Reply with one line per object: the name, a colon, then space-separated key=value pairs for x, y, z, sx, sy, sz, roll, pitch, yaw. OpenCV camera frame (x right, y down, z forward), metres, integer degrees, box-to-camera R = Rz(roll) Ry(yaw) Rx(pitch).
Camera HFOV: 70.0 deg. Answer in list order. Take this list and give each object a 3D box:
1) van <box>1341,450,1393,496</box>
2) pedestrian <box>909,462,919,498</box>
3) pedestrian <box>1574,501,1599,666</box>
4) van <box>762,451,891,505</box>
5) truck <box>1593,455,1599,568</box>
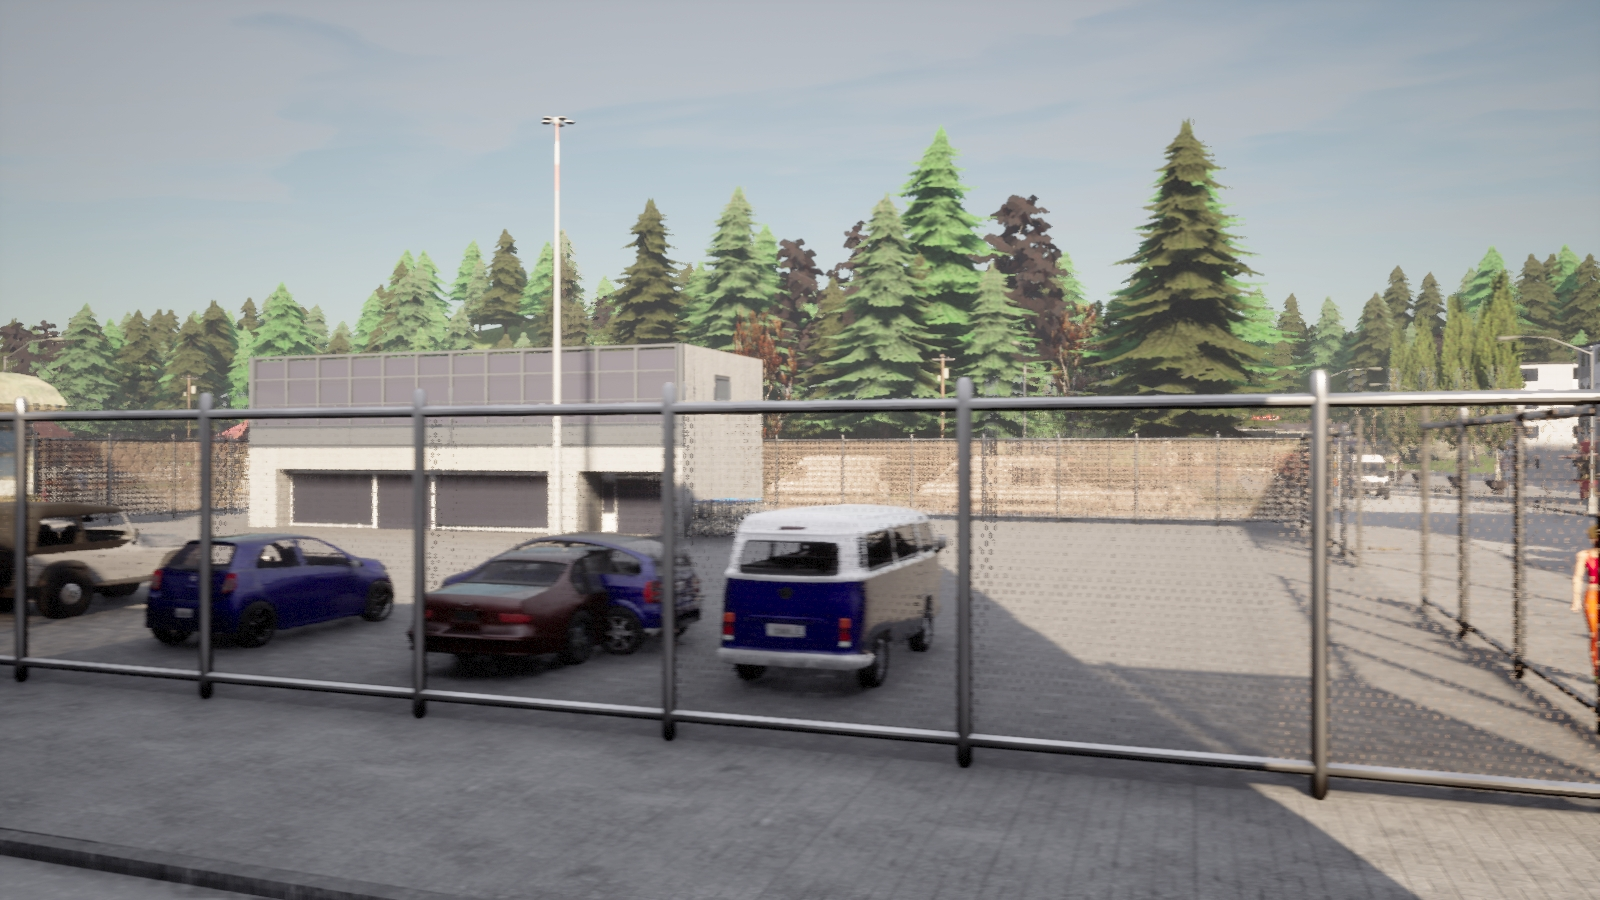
van: x=33.108 y=1.310 z=66.881 sx=1.988 sy=2.561 sz=5.915 roll=0 pitch=0 yaw=19
pedestrian: x=5.857 y=1.522 z=58.477 sx=0.375 sy=1.860 sz=0.375 roll=0 pitch=0 yaw=36
pedestrian: x=9.166 y=1.523 z=13.114 sx=0.375 sy=1.860 sz=0.375 roll=0 pitch=0 yaw=18
van: x=1.294 y=1.310 z=55.493 sx=5.915 sy=2.561 sz=1.988 roll=0 pitch=0 yaw=19
truck: x=18.044 y=1.347 z=22.567 sx=2.627 sy=2.467 sz=5.204 roll=0 pitch=0 yaw=19
